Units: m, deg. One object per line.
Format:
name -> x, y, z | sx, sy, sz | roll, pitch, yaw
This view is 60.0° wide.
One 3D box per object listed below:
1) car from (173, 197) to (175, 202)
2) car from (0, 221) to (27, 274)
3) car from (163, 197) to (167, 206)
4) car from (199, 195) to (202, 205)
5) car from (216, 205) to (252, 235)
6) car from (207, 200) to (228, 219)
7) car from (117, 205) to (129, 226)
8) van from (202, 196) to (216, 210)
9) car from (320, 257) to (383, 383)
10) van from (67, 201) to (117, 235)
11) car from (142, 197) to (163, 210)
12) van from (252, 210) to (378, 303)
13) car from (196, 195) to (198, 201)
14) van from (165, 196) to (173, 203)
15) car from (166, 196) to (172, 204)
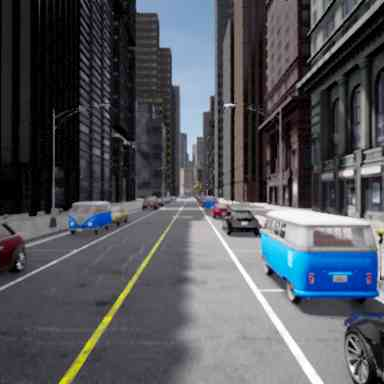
car -> -5.959, 2.020, 81.264 | 2.008, 1.369, 4.403 | 0, 0, 0
car -> -5.778, 1.484, 7.995 | 1.967, 1.590, 4.097 | 0, 0, 0
car -> -5.903, 1.872, 58.720 | 1.887, 1.381, 4.507 | 0, 0, 0
car -> 2.636, 1.607, 53.121 | 2.192, 1.841, 5.009 | 0, 0, 0
car -> 2.719, 1.668, 19.300 | 1.947, 1.339, 4.313 | 0, 0, 0
car -> 2.691, 1.707, 30.574 | 1.887, 1.381, 4.507 | 0, 0, 0
car -> -5.819, 1.658, 24.733 | 1.752, 1.417, 4.829 | 0, 0, 0
van -> 2.650, 1.600, 47.485 | 1.690, 1.788, 3.998 | 0, 0, 0
car -> 2.760, 1.579, 2.390 | 1.947, 1.339, 4.313 | 0, 0, 0
van -> -5.805, 1.445, 19.268 | 1.690, 1.788, 3.998 | 0, 0, 0
car -> -5.875, 1.575, 47.449 | 2.192, 1.841, 5.009 | 0, 0, 0
van -> 2.747, 1.384, 8.028 | 1.690, 1.788, 3.998 | 0, 0, 0
car -> 2.580, 1.871, 75.665 | 1.967, 1.590, 4.097 | 0, 0, 0
van -> -5.973, 1.847, 86.902 | 1.690, 1.788, 3.998 | 0, 0, 0
car -> -5.931, 1.948, 69.992 | 2.008, 1.369, 4.403 | 0, 0, 0
